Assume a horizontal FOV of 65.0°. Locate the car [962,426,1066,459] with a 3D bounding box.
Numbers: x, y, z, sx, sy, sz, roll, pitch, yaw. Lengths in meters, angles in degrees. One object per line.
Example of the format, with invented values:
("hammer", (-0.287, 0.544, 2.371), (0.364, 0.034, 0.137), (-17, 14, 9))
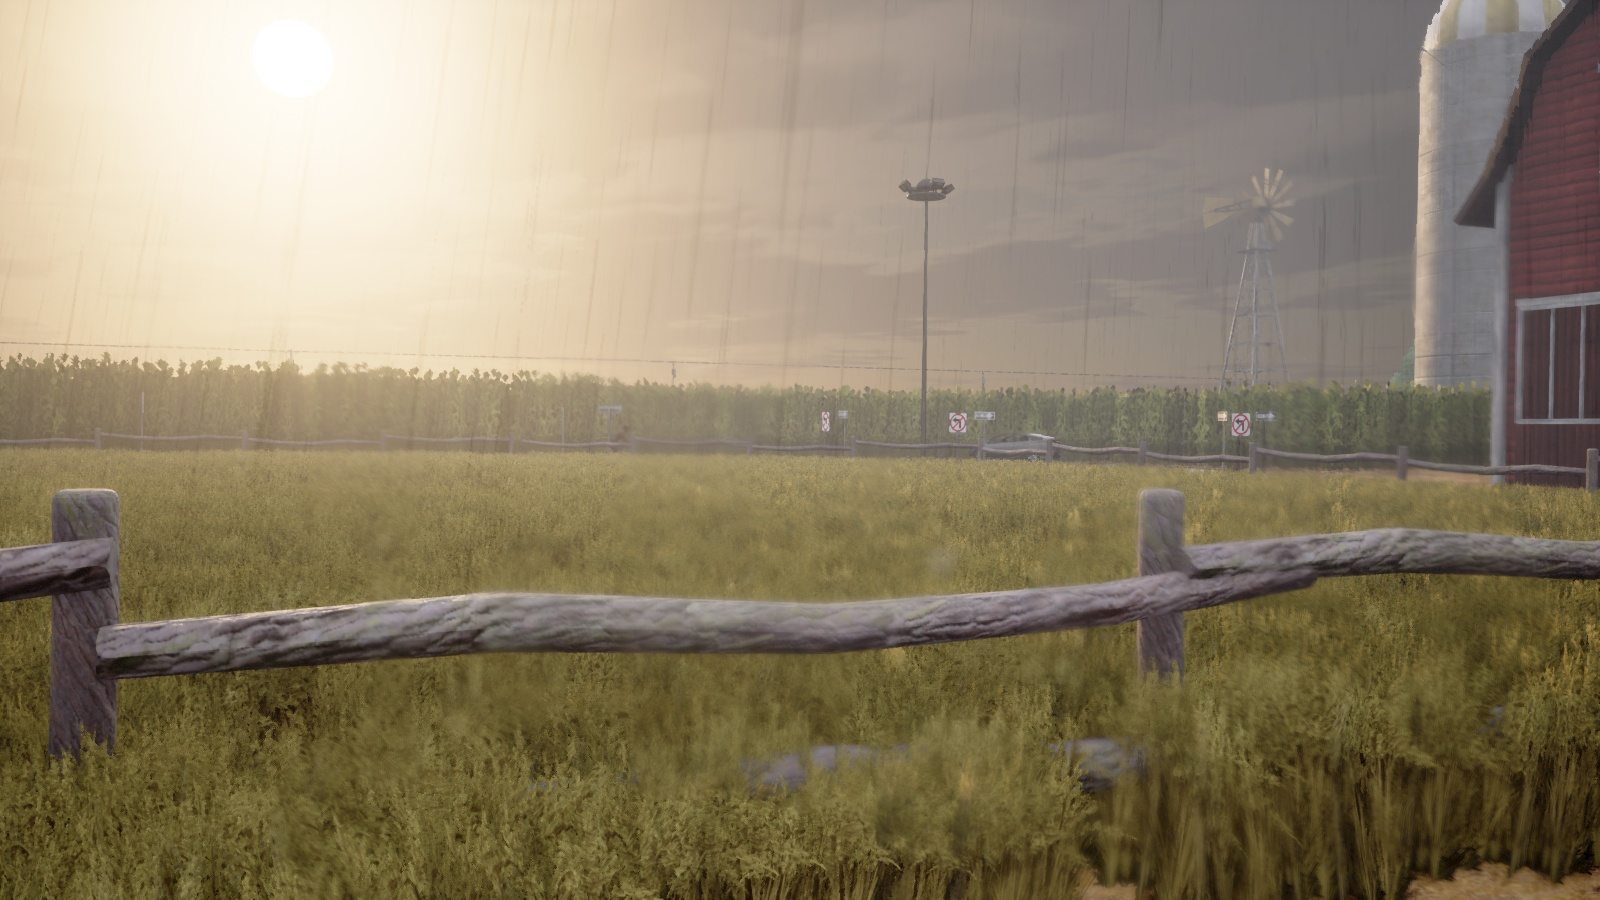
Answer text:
("car", (10.341, -0.357, 60.844), (4.514, 1.525, 2.007), (0, 1, 38))
